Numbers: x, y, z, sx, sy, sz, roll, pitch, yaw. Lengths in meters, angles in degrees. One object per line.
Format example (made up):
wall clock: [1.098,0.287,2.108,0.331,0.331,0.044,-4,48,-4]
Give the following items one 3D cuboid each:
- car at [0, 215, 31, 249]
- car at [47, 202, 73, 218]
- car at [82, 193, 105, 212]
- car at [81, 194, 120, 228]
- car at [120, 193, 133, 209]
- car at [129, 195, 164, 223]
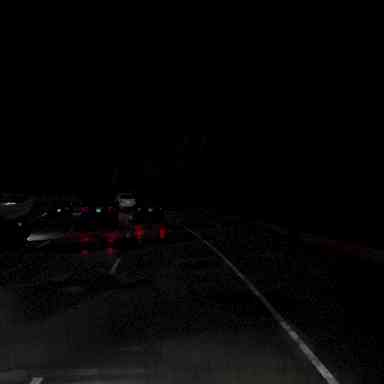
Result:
car: [-7.916,1.554,12.634,2.033,1.411,5.357,0,0,-8]
car: [-12.093,1.561,30.593,1.994,1.385,4.181,0,0,-18]
car: [-12.170,1.208,40.812,2.150,2.045,5.566,0,0,-22]
car: [-6.218,1.212,22.684,2.150,2.045,5.566,0,0,-12]
car: [-8.370,1.198,40.769,2.150,2.045,5.566,0,0,-22]
car: [-3.495,1.332,25.966,2.097,1.767,4.553,0,0,-14]
